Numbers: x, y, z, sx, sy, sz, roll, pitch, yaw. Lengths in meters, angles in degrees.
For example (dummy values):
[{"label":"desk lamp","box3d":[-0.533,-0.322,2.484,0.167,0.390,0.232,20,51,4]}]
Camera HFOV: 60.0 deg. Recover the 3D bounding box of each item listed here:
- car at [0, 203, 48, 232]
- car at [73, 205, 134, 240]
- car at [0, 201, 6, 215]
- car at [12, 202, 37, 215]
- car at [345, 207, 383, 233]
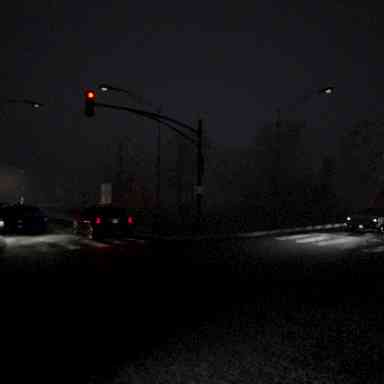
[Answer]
[{"label":"car","box3d":[-10.337,1.539,20.584,1.882,1.535,5.008,2,-1,-36]},{"label":"car","box3d":[-4.807,1.451,17.713,2.097,1.767,4.553,2,-2,-32]},{"label":"car","box3d":[-21.881,1.707,36.779,1.812,1.442,4.674,2,-1,-34]},{"label":"car","box3d":[-19.218,1.855,38.061,1.895,1.301,4.718,2,-1,-35]},{"label":"car","box3d":[11.073,1.589,19.542,4.718,1.301,1.895,0,0,-35]}]
